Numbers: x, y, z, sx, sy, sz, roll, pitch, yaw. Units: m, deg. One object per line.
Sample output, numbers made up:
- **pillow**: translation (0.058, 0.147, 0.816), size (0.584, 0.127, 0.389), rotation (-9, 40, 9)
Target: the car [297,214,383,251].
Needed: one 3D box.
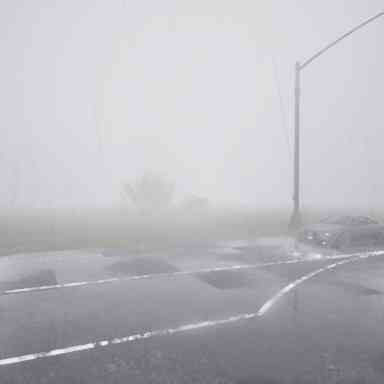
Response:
- **car**: translation (6.637, 1.682, 14.454), size (4.181, 1.385, 1.994), rotation (0, 0, -25)
